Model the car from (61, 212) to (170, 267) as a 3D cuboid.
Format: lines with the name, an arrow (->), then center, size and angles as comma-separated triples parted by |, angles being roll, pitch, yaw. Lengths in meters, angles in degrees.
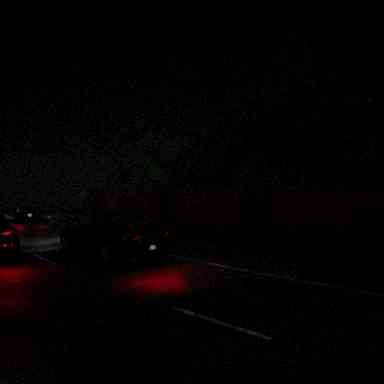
car -> -2.818, 1.430, 11.473 | 1.882, 1.535, 5.008 | 0, 1, -43

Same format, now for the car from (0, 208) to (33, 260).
car -> -7.307, 1.423, 11.337 | 2.128, 1.511, 4.902 | 0, 0, -40

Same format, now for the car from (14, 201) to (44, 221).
car -> -12.274, 1.393, 25.048 | 1.812, 1.442, 4.674 | 0, 0, -27
